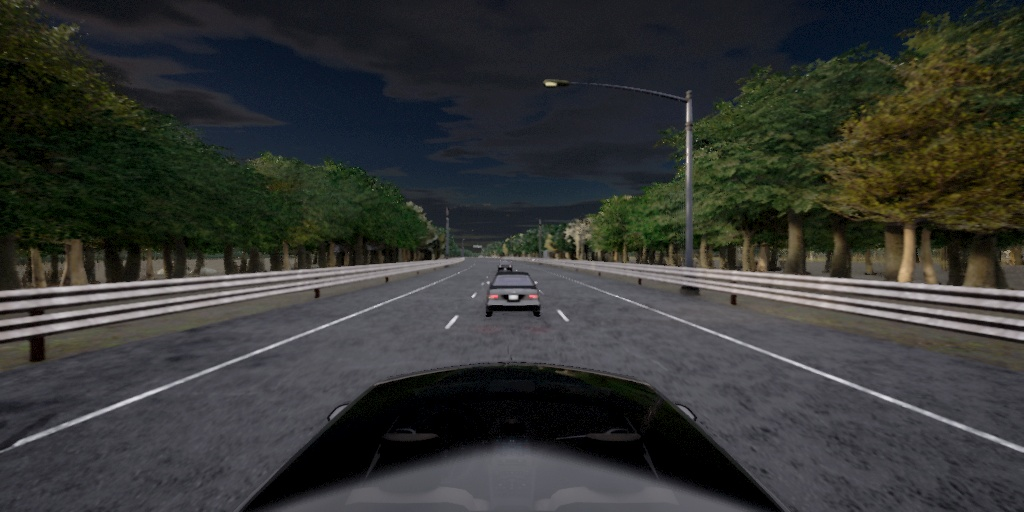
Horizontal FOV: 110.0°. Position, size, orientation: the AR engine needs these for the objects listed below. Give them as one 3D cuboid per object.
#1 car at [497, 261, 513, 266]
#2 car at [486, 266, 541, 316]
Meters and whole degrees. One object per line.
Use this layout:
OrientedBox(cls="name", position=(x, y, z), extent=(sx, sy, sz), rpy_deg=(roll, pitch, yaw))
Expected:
OrientedBox(cls="car", position=(-0.902, 1.280, 45.254), extent=(1.895, 1.301, 4.718), rpy_deg=(0, 0, -2))
OrientedBox(cls="car", position=(0.014, 1.277, 13.228), extent=(2.033, 1.411, 5.357), rpy_deg=(0, 0, -1))
